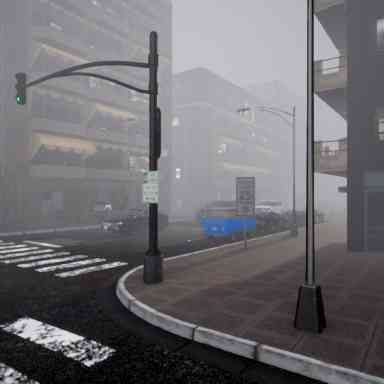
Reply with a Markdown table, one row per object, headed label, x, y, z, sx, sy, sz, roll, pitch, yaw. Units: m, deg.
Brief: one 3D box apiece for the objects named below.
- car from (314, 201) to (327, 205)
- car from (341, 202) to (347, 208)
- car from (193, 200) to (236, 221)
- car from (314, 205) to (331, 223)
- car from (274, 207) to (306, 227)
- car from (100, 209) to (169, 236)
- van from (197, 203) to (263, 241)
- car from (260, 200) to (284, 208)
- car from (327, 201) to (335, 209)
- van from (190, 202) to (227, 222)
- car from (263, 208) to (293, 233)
| label | x | y | z | sx | sy | sz | roll | pitch | yaw |
| --- | --- | --- | --- | --- | --- | --- | --- | --- | --- |
| car | 24.155 | 2.890 | 64.301 | 1.802 | 1.307 | 4.206 | -1 | -2 | 35 |
| car | 40.111 | 3.376 | 86.737 | 1.752 | 1.417 | 4.829 | -1 | -2 | 35 |
| car | 2.647 | 1.749 | 29.551 | 2.150 | 2.045 | 5.566 | 0 | -1 | 37 |
| car | 11.725 | 2.233 | 32.422 | 2.008 | 1.369 | 4.403 | -1 | -2 | 35 |
| car | 8.514 | 2.158 | 27.906 | 1.802 | 1.307 | 4.206 | -1 | -2 | 35 |
| car | -3.490 | 1.815 | 20.939 | 2.128 | 1.511 | 4.902 | 0 | -1 | 35 |
| van | 2.230 | 1.704 | 18.786 | 1.690 | 1.788 | 3.998 | -1 | -2 | 35 |
| car | 8.843 | 1.955 | 38.253 | 2.150 | 2.045 | 5.566 | 0 | -1 | 36 |
| car | 27.364 | 2.729 | 68.821 | 2.192 | 1.841 | 5.009 | -1 | -2 | 35 |
| van | 1.681 | 1.903 | 32.708 | 1.690 | 1.788 | 3.998 | -1 | -2 | 35 |
| car | 5.304 | 2.035 | 23.393 | 1.947 | 1.339 | 4.313 | -1 | -2 | 35 |
